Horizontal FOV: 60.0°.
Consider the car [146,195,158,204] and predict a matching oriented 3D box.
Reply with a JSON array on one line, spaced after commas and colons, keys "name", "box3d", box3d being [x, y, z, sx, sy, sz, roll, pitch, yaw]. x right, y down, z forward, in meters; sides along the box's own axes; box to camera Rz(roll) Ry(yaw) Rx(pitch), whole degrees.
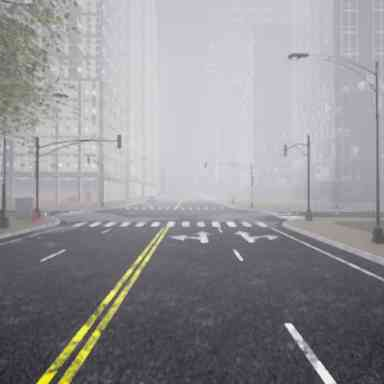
[{"name": "car", "box3d": [-7.171, 1.369, 59.959, 1.882, 1.535, 5.008, 0, 0, -1]}]
